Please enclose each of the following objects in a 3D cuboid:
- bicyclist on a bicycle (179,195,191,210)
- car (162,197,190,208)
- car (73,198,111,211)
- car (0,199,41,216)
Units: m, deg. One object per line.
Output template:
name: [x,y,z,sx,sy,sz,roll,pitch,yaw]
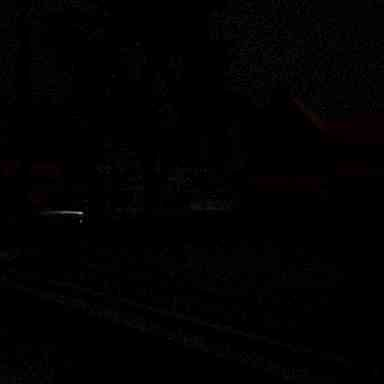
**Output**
bicyclist on a bicycle: [-0.781,1.223,38.229,1.656,1.620,0.582,0,0,34]
car: [-2.252,1.477,48.162,1.882,1.535,5.008,0,0,34]
car: [-12.028,1.504,40.297,1.837,1.490,4.892,0,0,34]
car: [-17.315,1.505,32.507,1.837,1.490,4.892,0,0,34]
